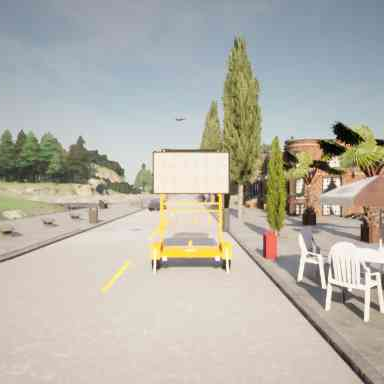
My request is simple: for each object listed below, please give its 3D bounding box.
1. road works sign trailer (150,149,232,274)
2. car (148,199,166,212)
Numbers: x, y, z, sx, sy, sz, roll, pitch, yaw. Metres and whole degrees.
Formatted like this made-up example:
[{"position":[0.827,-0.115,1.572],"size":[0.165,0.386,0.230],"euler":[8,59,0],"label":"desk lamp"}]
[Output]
[{"position":[-0.026,0.464,10.507],"size":[2.380,3.560,2.880],"euler":[0,0,0],"label":"road works sign trailer"},{"position":[-4.098,1.547,39.756],"size":[2.033,1.411,5.357],"euler":[0,0,0],"label":"car"}]
